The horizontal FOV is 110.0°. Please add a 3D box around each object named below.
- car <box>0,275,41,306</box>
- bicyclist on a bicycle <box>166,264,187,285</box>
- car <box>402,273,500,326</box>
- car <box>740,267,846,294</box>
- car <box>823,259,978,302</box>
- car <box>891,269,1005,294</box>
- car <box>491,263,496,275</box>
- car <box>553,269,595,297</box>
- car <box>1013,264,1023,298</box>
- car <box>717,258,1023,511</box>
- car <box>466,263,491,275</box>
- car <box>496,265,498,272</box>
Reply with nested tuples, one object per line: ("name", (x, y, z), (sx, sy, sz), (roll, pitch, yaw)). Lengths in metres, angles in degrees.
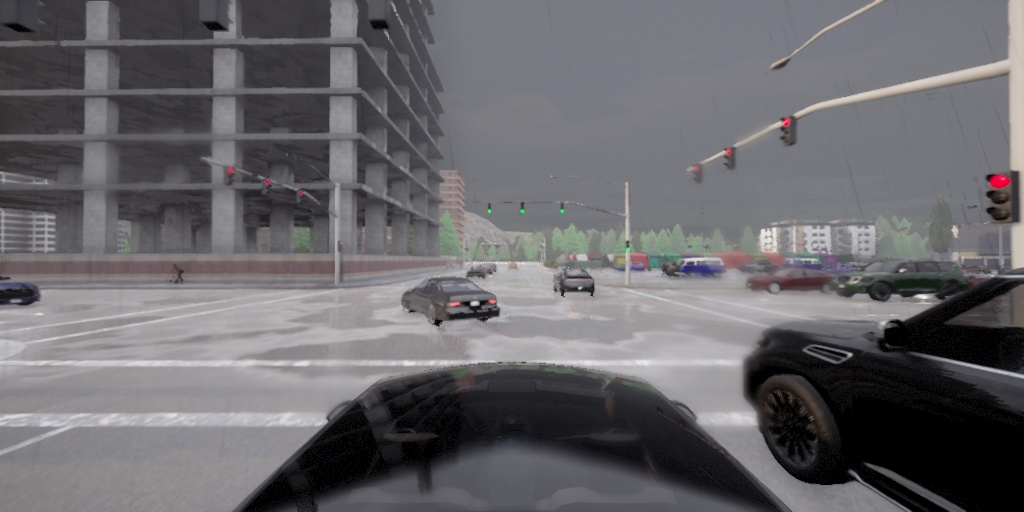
("car", (-23.121, 1.317, 15.137), (4.553, 1.767, 2.097), (0, -1, 1))
("bicyclist on a bicycle", (-25.378, 1.396, 27.144), (0.582, 1.620, 1.656), (0, 0, 1))
("car", (-2.354, 1.440, 12.520), (2.033, 1.411, 5.357), (1, -1, -30))
("car", (17.012, 1.487, 21.898), (5.008, 1.535, 1.882), (0, -1, 1))
("car", (19.663, 1.192, 18.373), (5.566, 2.045, 2.150), (0, -1, 1))
("car", (26.322, 1.528, 21.786), (4.674, 1.442, 1.812), (0, -1, 1))
("car", (-3.537, 1.723, 47.789), (1.882, 1.535, 5.008), (0, -1, 1))
("car", (3.504, 1.470, 20.876), (2.128, 1.511, 4.902), (0, -1, 0))
("car", (29.304, 1.314, 18.263), (4.553, 1.767, 2.097), (0, -1, 1))
("car", (3.577, 0.969, 1.528), (2.150, 2.045, 5.566), (0, 0, 0))
("car", (-3.632, 1.738, 37.621), (1.895, 1.301, 4.718), (0, -1, 1))
("car", (-3.393, 1.846, 58.011), (2.128, 1.511, 4.902), (0, -1, 0))
